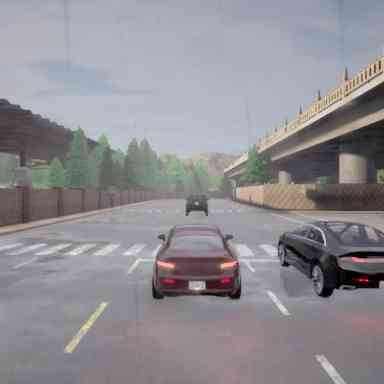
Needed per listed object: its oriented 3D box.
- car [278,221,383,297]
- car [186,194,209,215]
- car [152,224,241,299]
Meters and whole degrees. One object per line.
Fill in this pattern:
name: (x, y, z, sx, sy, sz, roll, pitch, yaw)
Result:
car: (3.595, 1.491, 8.547, 2.128, 1.511, 4.902, 0, 0, 0)
car: (0.529, 1.220, 34.167, 2.150, 2.045, 5.566, 0, 0, 1)
car: (0.093, 1.525, 8.314, 1.812, 1.442, 4.674, 0, 0, 0)
